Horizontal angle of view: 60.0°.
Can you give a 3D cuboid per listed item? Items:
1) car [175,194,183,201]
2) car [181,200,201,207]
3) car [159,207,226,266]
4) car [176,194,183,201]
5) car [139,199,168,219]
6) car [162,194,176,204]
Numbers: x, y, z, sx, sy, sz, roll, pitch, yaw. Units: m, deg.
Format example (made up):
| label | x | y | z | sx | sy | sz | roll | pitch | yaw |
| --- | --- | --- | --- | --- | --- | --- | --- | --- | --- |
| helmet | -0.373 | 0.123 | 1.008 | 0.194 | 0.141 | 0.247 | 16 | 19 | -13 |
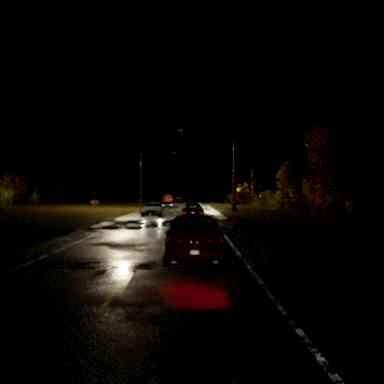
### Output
| label | x | y | z | sx | sy | sz | roll | pitch | yaw |
| --- | --- | --- | --- | --- | --- | --- | --- | --- | --- |
| car | -3.577 | 1.546 | 92.639 | 2.150 | 2.045 | 5.566 | 0 | 0 | 0 |
| car | 0.073 | 1.660 | 27.730 | 2.033 | 1.411 | 5.357 | 0 | 0 | 0 |
| car | 0.080 | 1.524 | 11.687 | 1.882 | 1.535 | 5.008 | 0 | 0 | 0 |
| car | -3.441 | 1.739 | 85.696 | 2.128 | 1.511 | 4.902 | 0 | 0 | -2 |
| car | -3.624 | 1.654 | 31.250 | 1.812 | 1.442 | 4.674 | 0 | 0 | 0 |
| car | -5.334 | 1.534 | 72.563 | 2.150 | 2.045 | 5.566 | 0 | 0 | -8 |
